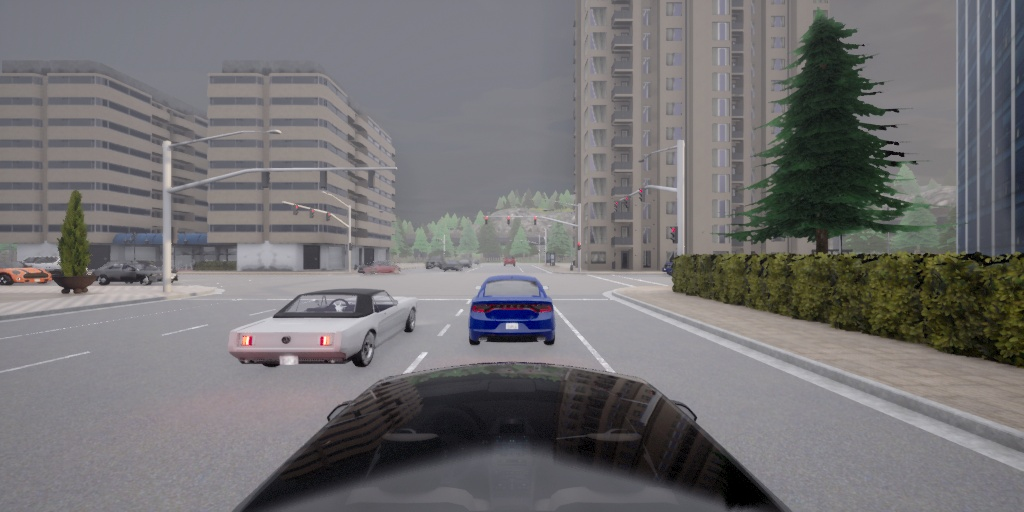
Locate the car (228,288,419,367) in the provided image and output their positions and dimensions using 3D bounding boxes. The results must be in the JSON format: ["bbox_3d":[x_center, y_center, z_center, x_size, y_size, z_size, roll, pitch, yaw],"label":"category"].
[{"bbox_3d":[-3.497,1.351,7.855,1.895,1.301,4.718,0,0,0],"label":"car"}]

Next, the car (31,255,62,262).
[{"bbox_3d":[-41.570,0.971,32.032,5.566,2.045,2.150,0,0,0],"label":"car"}]

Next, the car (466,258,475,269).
[{"bbox_3d":[-7.586,1.228,57.531,1.882,1.535,5.008,0,0,0],"label":"car"}]

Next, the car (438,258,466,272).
[{"bbox_3d":[-7.486,1.297,45.519,2.033,1.411,5.357,0,0,0],"label":"car"}]

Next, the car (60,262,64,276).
[{"bbox_3d":[-38.615,1.351,28.329,4.718,1.301,1.895,0,0,0],"label":"car"}]

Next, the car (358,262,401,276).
[{"bbox_3d":[-13.973,1.314,37.988,1.994,1.385,4.181,1,0,45],"label":"car"}]

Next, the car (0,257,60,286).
[{"bbox_3d":[-35.099,1.102,24.822,4.553,1.767,2.097,0,0,0],"label":"car"}]

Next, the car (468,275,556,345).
[{"bbox_3d":[-0.004,1.228,9.521,1.882,1.535,5.008,0,0,0],"label":"car"}]

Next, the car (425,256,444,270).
[{"bbox_3d":[-11.048,0.971,52.160,2.150,2.045,5.566,0,0,-2],"label":"car"}]

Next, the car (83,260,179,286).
[{"bbox_3d":[-25.947,1.241,24.792,4.902,1.511,2.128,0,0,1],"label":"car"}]

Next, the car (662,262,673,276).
[{"bbox_3d":[17.892,0.971,35.469,5.566,2.045,2.150,0,0,0],"label":"car"}]
